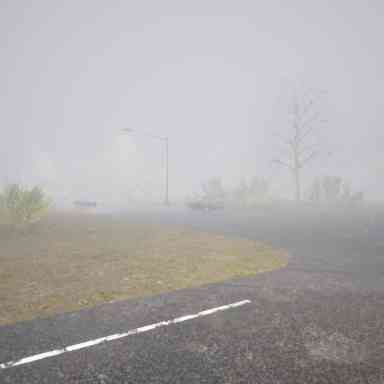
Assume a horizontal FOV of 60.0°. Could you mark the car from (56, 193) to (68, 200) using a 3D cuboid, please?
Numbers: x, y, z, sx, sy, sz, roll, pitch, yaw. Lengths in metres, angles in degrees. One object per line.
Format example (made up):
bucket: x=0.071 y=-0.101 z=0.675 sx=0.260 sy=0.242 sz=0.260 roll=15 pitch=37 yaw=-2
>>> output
car: x=-29.540 y=1.098 z=75.379 sx=1.837 sy=1.490 sz=4.892 roll=0 pitch=0 yaw=-37

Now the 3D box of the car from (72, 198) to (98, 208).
car: x=-13.905 y=1.416 z=43.174 sx=1.895 sy=1.301 sz=4.718 roll=0 pitch=0 yaw=-37

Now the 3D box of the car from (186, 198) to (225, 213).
car: x=1.329 y=1.370 z=34.629 sx=2.128 sy=1.511 sz=4.902 roll=0 pitch=0 yaw=-37
